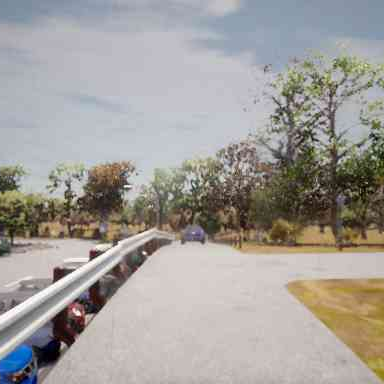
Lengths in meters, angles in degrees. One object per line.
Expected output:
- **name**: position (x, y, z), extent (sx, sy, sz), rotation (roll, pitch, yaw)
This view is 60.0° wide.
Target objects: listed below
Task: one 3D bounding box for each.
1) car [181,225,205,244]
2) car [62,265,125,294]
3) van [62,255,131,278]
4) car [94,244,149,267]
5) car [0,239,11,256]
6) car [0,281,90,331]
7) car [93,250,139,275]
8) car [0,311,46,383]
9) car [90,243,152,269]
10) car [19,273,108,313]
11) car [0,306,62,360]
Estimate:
- **car**: position (0.095, 3.951, 31.335), extent (2.097, 1.767, 4.553), rotation (0, -8, 0)
- **car**: position (-6.936, 5.622, 20.318), extent (4.892, 1.521, 2.231), rotation (2, -4, -20)
- **van**: position (-6.845, 5.591, 23.394), extent (4.442, 1.987, 1.878), rotation (2, -4, -20)
- **car**: position (-6.998, 5.942, 29.364), extent (5.566, 2.045, 2.435), rotation (2, -4, -20)
- **car**: position (-23.989, 6.514, 38.391), extent (5.566, 2.045, 2.435), rotation (1, -4, -20)
- **car**: position (-6.946, 5.111, 14.288), extent (4.553, 1.767, 2.185), rotation (2, -4, -20)
- **car**: position (-6.933, 5.879, 26.364), extent (4.553, 1.767, 2.185), rotation (2, -4, -20)
- **car**: position (-6.863, 4.604, 8.283), extent (5.566, 2.045, 2.435), rotation (2, -4, -20)
- **car**: position (-6.970, 6.136, 32.418), extent (5.566, 2.045, 2.435), rotation (2, -4, -20)
- **car**: position (-6.967, 5.303, 17.311), extent (4.553, 1.767, 2.185), rotation (2, -4, -20)
- **car**: position (-6.936, 5.074, 11.260), extent (4.792, 1.488, 2.163), rotation (2, -4, -20)
